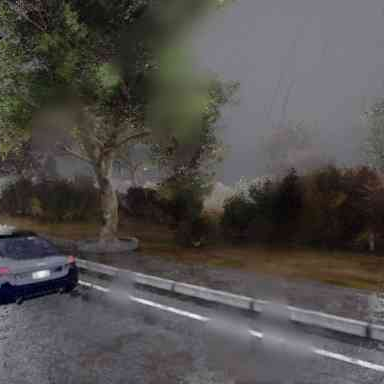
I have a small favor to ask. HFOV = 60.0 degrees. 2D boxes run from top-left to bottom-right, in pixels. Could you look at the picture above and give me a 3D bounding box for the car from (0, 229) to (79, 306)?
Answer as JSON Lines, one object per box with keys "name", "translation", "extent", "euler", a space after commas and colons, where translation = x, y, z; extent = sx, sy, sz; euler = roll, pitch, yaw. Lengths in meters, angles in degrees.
{"name": "car", "translation": [-4.475, 1.576, 7.774], "extent": [4.181, 1.385, 1.994], "euler": [0, 0, 40]}
